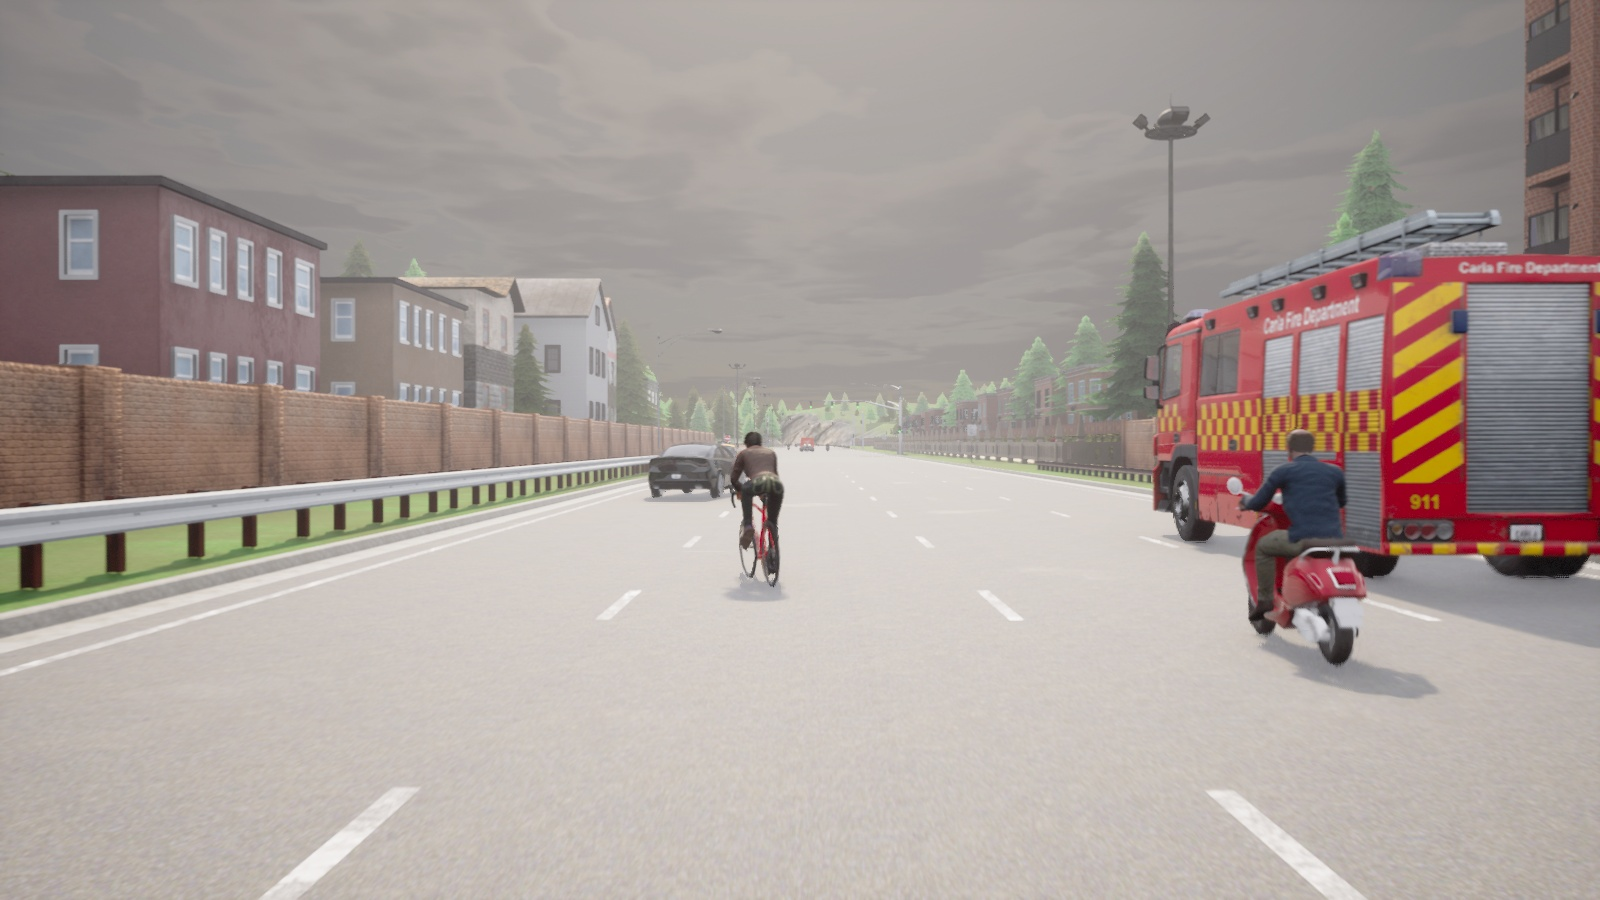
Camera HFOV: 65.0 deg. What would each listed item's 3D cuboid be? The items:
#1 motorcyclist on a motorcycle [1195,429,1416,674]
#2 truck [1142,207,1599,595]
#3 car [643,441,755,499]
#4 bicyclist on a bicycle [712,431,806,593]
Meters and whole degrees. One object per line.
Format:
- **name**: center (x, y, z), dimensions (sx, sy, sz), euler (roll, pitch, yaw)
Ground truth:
- **motorcyclist on a motorcycle**: center (3.567, 0.652, 9.058), dimensions (0.866, 1.590, 1.817), euler (0, 0, 0)
- **truck**: center (7.111, -0.506, 16.637), dimensions (2.891, 3.827, 8.468), euler (0, 0, 0)
- **car**: center (-2.770, 0.521, 35.653), dimensions (1.882, 1.535, 5.008), euler (0, 0, 11)
- **bicyclist on a bicycle**: center (-0.464, 0.623, 13.481), dimensions (0.582, 1.620, 1.656), euler (-1, 0, -16)
